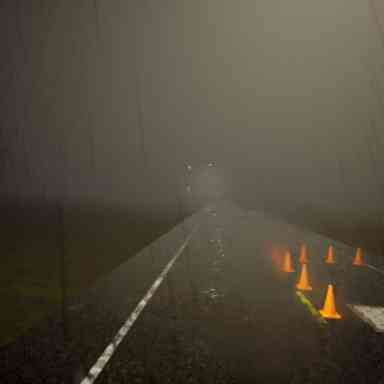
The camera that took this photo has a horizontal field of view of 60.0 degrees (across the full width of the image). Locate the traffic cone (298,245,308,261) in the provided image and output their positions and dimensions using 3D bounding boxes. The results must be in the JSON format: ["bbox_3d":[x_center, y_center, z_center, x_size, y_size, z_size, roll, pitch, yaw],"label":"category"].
[{"bbox_3d":[4.222,2.293,12.566,0.340,0.580,0.340,2,-1,4],"label":"traffic cone"}]

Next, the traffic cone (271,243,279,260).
[{"bbox_3d":[3.226,2.250,12.644,0.340,0.580,0.340,2,-1,4],"label":"traffic cone"}]

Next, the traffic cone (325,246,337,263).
[{"bbox_3d":[5.218,2.337,12.489,0.340,0.580,0.340,2,-1,4],"label":"traffic cone"}]

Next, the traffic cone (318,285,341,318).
[{"bbox_3d":[2.763,2.159,6.663,0.340,0.580,0.340,2,-1,4],"label":"traffic cone"}]

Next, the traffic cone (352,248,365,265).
[{"bbox_3d":[6.214,2.380,12.411,0.340,0.580,0.340,2,-1,4],"label":"traffic cone"}]

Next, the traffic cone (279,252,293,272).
[{"bbox_3d":[3.072,2.220,10.651,0.340,0.580,0.340,2,-1,4],"label":"traffic cone"}]
